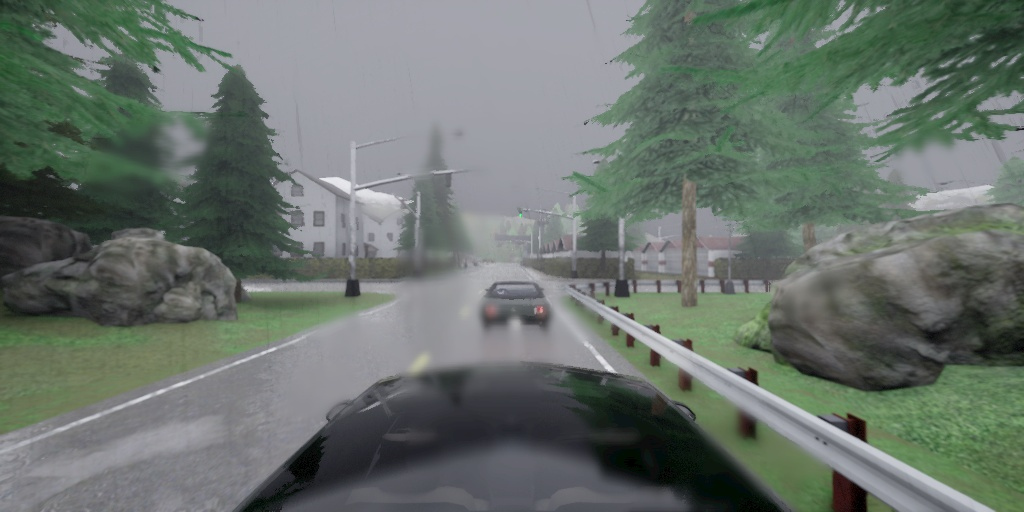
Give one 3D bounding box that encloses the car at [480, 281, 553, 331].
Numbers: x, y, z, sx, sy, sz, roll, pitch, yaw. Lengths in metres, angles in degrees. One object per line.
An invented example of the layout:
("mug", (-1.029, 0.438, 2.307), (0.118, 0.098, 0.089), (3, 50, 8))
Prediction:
("car", (0.113, 1.434, 11.320), (1.895, 1.301, 4.718), (0, 0, 0))
